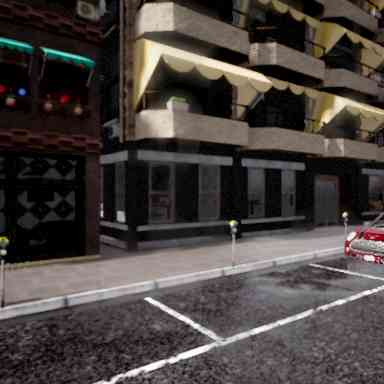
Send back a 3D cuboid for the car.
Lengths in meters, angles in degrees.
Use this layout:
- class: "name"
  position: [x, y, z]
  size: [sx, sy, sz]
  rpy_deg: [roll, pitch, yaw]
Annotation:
- class: "car"
  position: [6.768, 1.380, 10.772]
  size: [4.097, 1.590, 1.967]
  rpy_deg: [0, 1, -35]
